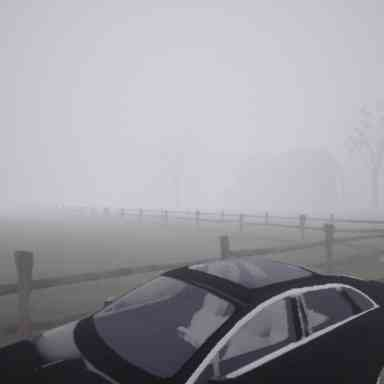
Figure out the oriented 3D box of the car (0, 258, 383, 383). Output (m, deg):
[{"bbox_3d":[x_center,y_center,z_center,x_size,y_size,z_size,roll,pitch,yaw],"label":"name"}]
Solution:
[{"bbox_3d":[0.271,1.500,3.143,4.902,1.511,2.128,0,0,-35],"label":"car"}]
